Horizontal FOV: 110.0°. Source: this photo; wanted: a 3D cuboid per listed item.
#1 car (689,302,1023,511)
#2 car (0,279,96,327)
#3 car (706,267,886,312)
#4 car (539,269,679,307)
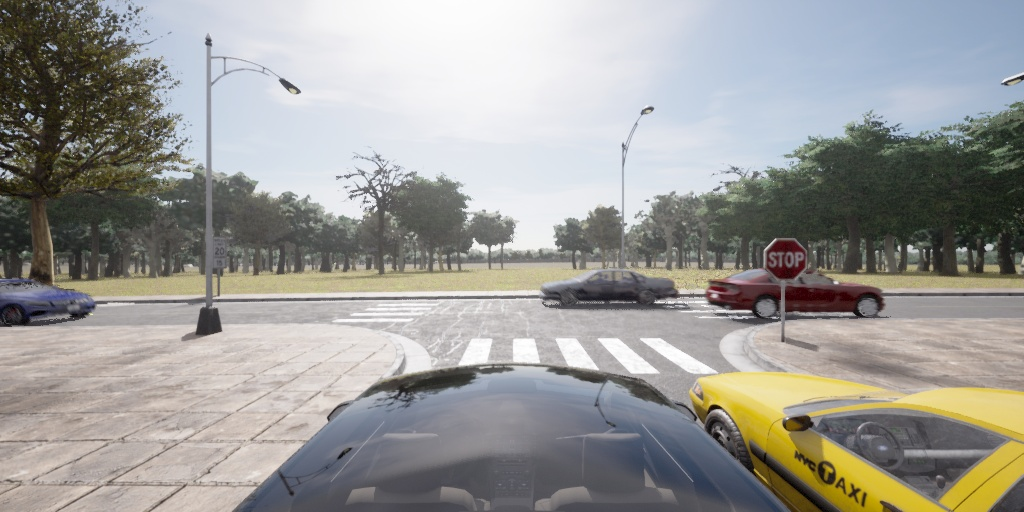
[{"bbox_3d":[2.638,1.275,1.733,1.751,1.417,4.829,0,0,0],"label":"car"},{"bbox_3d":[-16.811,1.487,11.868,4.674,1.442,1.812,-1,0,0],"label":"car"},{"bbox_3d":[9.046,1.122,11.645,5.008,1.535,1.882,0,0,0],"label":"car"},{"bbox_3d":[3.833,1.233,14.637,5.357,1.411,2.033,-1,0,0],"label":"car"}]
